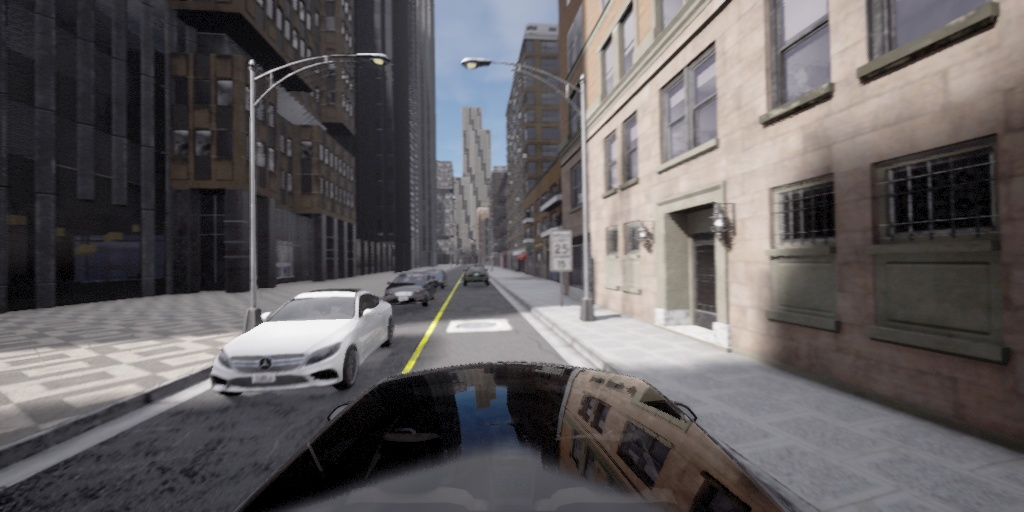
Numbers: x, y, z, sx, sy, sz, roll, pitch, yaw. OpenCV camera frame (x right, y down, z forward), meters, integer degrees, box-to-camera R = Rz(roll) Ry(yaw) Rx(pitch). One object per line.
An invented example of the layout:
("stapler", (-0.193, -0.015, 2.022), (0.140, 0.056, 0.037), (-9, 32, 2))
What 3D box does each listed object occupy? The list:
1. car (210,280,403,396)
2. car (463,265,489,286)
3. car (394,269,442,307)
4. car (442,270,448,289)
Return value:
("car", (-3.603, 1.408, 7.124), (1.812, 1.442, 4.674), (-1, -1, -7))
("car", (-3.119, 1.539, 31.063), (2.097, 1.767, 4.553), (-1, -1, -7))
("car", (-4.750, 1.526, 17.183), (2.128, 1.511, 4.902), (-1, -1, -7))
("car", (-5.922, 1.736, 27.516), (2.033, 1.411, 5.357), (-1, -1, -6))
